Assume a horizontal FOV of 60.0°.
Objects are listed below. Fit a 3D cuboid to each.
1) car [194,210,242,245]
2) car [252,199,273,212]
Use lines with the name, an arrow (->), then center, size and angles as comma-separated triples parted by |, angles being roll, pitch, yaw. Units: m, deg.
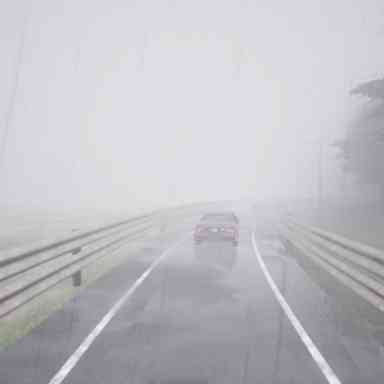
car -> 1.307, 1.567, 15.628 | 2.033, 1.411, 5.357 | 0, 0, 10
car -> 8.873, 1.583, 41.484 | 1.882, 1.535, 5.008 | 0, 0, 23
